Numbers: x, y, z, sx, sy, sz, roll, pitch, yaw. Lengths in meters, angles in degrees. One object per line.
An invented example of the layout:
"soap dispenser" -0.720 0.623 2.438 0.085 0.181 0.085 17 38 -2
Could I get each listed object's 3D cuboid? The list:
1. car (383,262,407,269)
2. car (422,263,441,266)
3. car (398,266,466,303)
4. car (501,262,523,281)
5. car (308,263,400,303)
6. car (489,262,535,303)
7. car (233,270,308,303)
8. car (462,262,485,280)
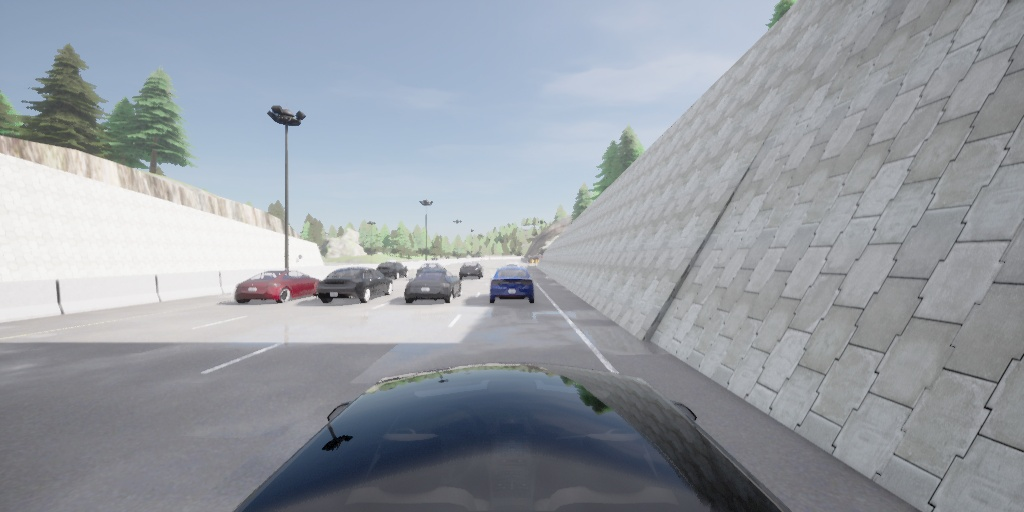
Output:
"car" -10.500 1.264 31.518 1.837 1.490 4.892 0 0 0
"car" -7.000 1.310 31.518 2.033 1.411 5.357 0 0 0
"car" -3.500 1.319 16.518 1.994 1.385 4.181 0 0 0
"car" 0.000 1.280 31.518 1.812 1.442 4.674 0 0 0
"car" -7.000 1.263 16.518 1.837 1.490 4.892 0 0 0
"car" 0.000 1.232 16.518 1.882 1.535 5.008 0 0 0
"car" -10.500 1.319 16.518 1.994 1.385 4.181 0 0 0
"car" -3.500 1.242 31.518 2.128 1.511 4.902 0 0 0
